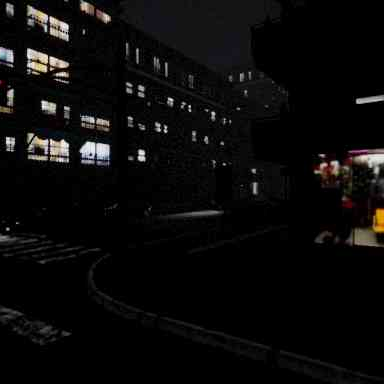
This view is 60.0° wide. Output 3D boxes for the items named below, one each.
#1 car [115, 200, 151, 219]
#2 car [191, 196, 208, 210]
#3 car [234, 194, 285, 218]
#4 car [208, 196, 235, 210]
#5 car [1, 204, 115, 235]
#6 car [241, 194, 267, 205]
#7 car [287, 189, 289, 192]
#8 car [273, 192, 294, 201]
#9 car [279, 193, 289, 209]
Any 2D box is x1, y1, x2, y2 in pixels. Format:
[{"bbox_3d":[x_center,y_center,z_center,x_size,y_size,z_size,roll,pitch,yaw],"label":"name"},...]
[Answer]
[{"bbox_3d":[-4.966,1.257,25.524,1.947,1.339,4.313,1,1,35],"label":"car"},{"bbox_3d":[1.664,1.075,34.707,1.947,1.339,4.313,1,1,35],"label":"car"},{"bbox_3d":[5.289,1.114,25.173,1.887,1.381,4.507,1,1,35],"label":"car"},{"bbox_3d":[3.899,1.097,33.394,1.895,1.301,4.718,0,1,35],"label":"car"},{"bbox_3d":[-7.160,1.349,18.009,2.033,1.411,5.357,0,1,39],"label":"car"},{"bbox_3d":[8.187,0.910,43.957,1.802,1.307,4.206,1,1,35],"label":"car"},{"bbox_3d":[15.150,0.503,49.185,2.150,2.045,5.566,0,1,35],"label":"car"},{"bbox_3d":[14.711,0.713,53.210,1.947,1.339,4.313,1,1,35],"label":"car"},{"bbox_3d":[8.493,1.061,29.841,1.802,1.307,4.206,1,1,35],"label":"car"}]
